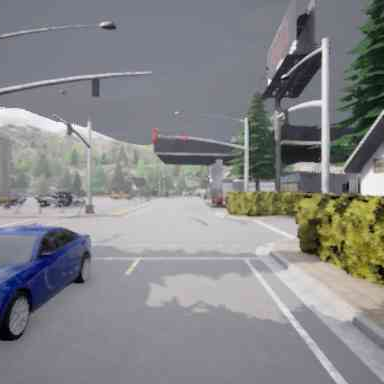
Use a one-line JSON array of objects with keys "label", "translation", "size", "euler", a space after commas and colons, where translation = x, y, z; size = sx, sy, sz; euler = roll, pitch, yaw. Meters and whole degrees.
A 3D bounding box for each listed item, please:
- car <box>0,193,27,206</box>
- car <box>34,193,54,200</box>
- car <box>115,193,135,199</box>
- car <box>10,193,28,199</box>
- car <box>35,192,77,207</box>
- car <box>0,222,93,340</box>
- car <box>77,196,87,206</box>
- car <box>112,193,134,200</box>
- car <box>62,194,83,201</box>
[{"label": "car", "translation": [-24.657, 0.929, 44.451], "size": [4.605, 1.855, 1.932], "euler": [0, 0, -1]}, {"label": "car", "translation": [-35.095, 1.086, 78.834], "size": [3.806, 1.475, 1.970], "euler": [0, 0, -1]}, {"label": "car", "translation": [-16.499, 1.032, 81.932], "size": [4.514, 1.523, 2.007], "euler": [0, 0, -1]}, {"label": "car", "translation": [-42.532, 1.064, 81.771], "size": [3.633, 1.501, 1.845], "euler": [0, 0, -1]}, {"label": "car", "translation": [-16.770, 0.921, 41.210], "size": [3.866, 1.878, 1.905], "euler": [0, 0, -1]}, {"label": "car", "translation": [-3.527, 1.452, 6.676], "size": [1.882, 1.535, 5.008], "euler": [0, 0, 0]}, {"label": "car", "translation": [-16.178, 1.193, 44.539], "size": [3.806, 1.475, 1.970], "euler": [0, 0, -1]}, {"label": "car", "translation": [-16.428, 1.034, 78.795], "size": [5.027, 1.636, 2.152], "euler": [0, 0, -1]}, {"label": "car", "translation": [-24.033, 1.067, 66.905], "size": [3.633, 1.501, 1.845], "euler": [0, 0, -1]}]
